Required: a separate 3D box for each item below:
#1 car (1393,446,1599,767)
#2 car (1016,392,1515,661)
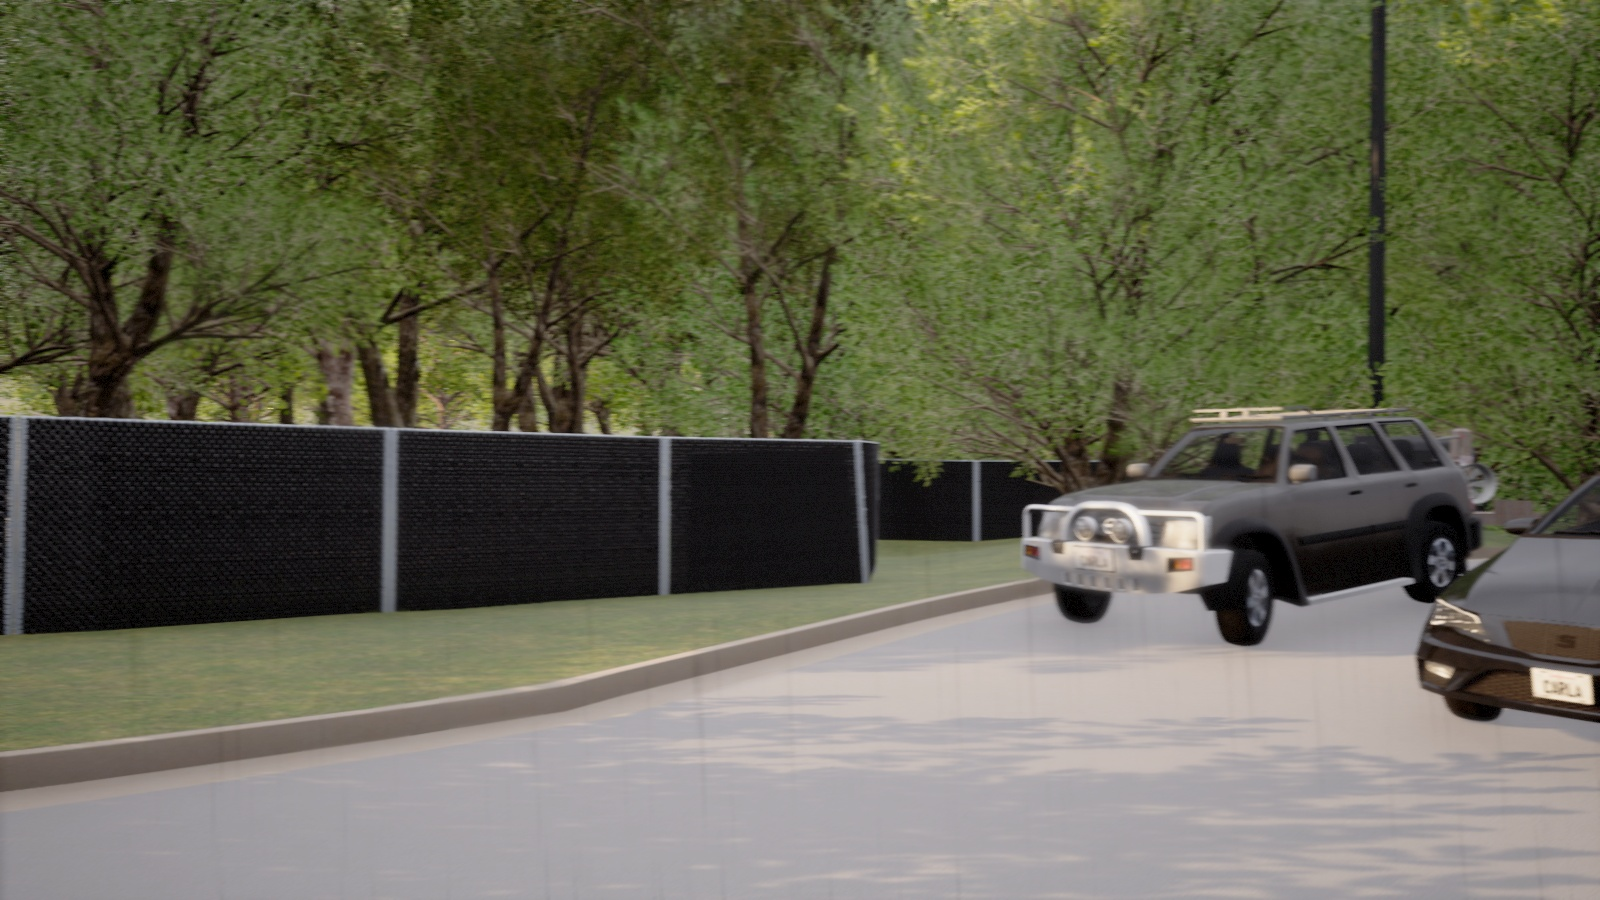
[{"bbox_3d":[5.596,0.749,7.680,4.193,1.474,1.816,-4,2,-38],"label":"car"},{"bbox_3d":[4.345,0.513,11.425,4.605,1.855,1.932,-4,2,-35],"label":"car"}]
